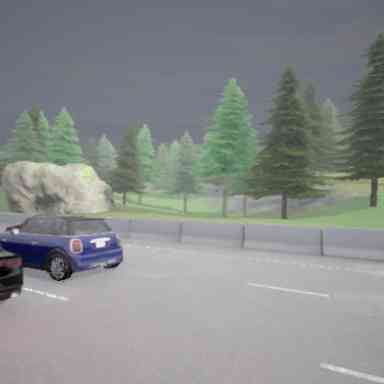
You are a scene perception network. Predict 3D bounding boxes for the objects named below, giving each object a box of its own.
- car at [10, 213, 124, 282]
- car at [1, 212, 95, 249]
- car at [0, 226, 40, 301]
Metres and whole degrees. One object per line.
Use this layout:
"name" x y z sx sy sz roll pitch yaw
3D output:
"car" -4.383 1.498 10.468 4.553 1.767 2.097 0 -1 31
"car" -7.053 1.760 16.194 4.674 1.442 1.812 0 -1 31
"car" -5.756 1.549 7.204 5.008 1.535 1.882 0 -1 31
